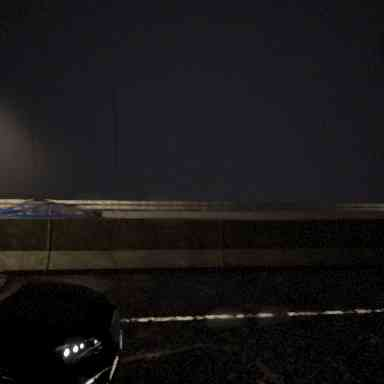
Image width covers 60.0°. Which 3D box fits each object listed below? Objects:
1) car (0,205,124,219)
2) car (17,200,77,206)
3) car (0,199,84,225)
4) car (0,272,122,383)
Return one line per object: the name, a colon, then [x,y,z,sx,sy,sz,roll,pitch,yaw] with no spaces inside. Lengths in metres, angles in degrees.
car: [-5.209,1.384,13.975,4.718,1.301,1.895,1,1,-8]
car: [-7.259,1.268,17.217,5.357,1.411,2.033,1,1,-8]
car: [-9.578,1.201,20.422,5.357,1.411,2.033,1,1,-8]
car: [-3.239,1.399,3.448,4.902,1.511,2.128,1,0,-8]
